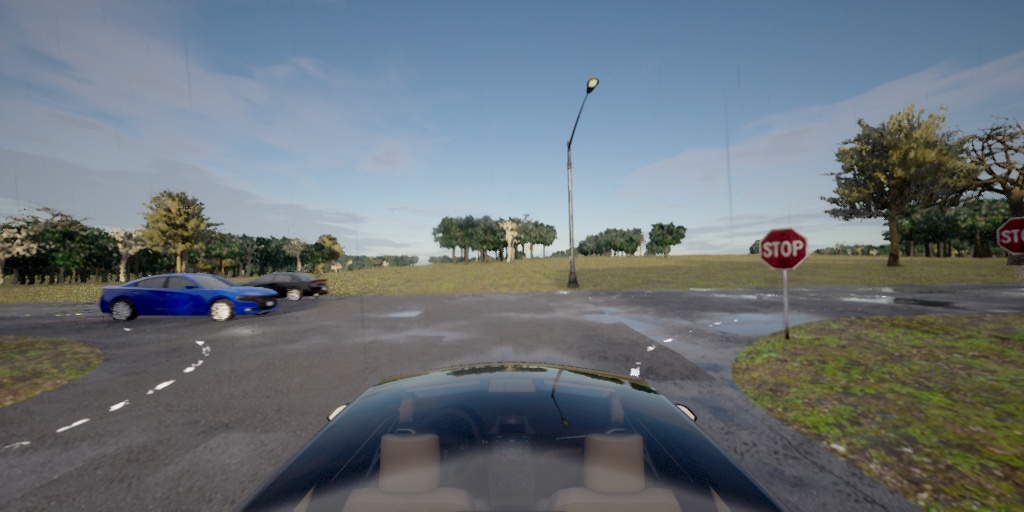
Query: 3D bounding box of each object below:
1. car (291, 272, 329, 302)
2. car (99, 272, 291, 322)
[{"bbox_3d":[-12.409,1.624,19.002,5.008,1.535,1.882,-1,-3,0],"label":"car"},{"bbox_3d":[-10.617,1.320,12.017,5.008,1.535,1.882,0,-3,0],"label":"car"}]
